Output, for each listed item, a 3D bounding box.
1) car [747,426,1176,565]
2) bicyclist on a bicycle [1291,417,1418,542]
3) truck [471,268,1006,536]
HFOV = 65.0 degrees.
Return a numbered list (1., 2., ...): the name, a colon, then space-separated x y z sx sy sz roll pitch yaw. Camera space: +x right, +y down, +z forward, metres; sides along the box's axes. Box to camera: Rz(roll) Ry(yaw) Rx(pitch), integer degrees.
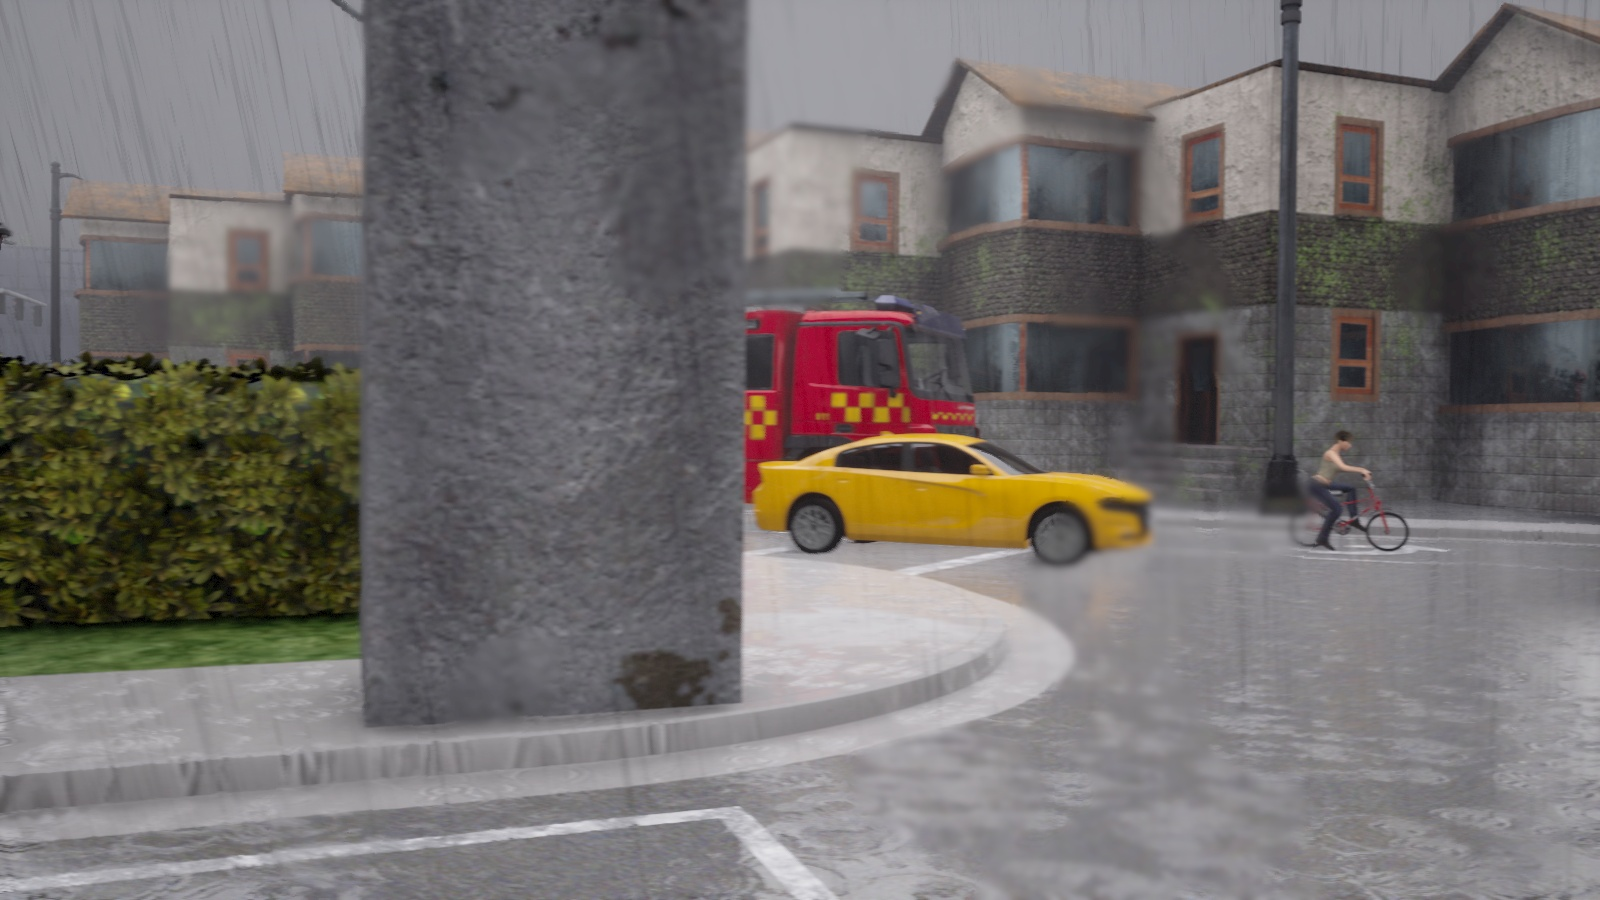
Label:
1. car: 2.003 0.497 15.786 5.008 1.535 1.882 0 1 24
2. bicyclist on a bicycle: 7.475 0.378 16.935 1.509 1.612 0.866 0 1 27
3. truck: -1.104 -0.696 20.962 8.468 3.827 2.891 0 1 24
